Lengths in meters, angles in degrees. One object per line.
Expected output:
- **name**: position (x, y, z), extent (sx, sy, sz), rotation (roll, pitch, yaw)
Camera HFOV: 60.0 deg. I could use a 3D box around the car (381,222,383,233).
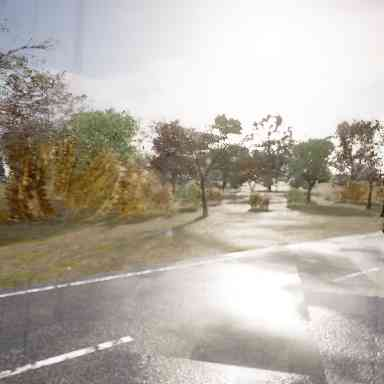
- **car**: position (10.859, 1.293, 15.241), extent (5.357, 1.411, 2.033), rotation (-1, 1, -35)
